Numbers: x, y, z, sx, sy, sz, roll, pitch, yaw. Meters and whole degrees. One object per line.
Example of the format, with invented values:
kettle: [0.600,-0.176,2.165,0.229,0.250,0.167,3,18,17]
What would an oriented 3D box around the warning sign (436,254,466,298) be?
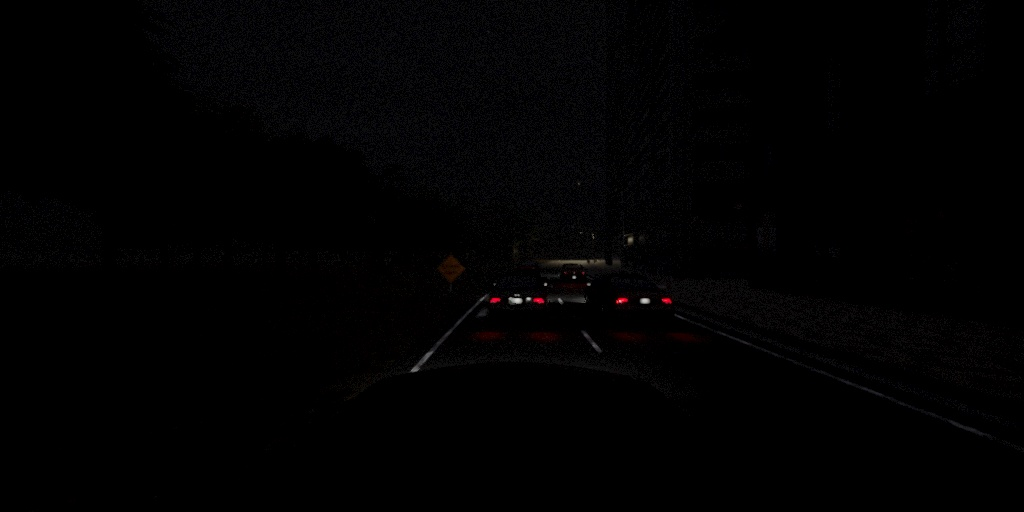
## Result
warning sign: [-2.688,0.833,15.767,1.300,1.860,1.060,0,0,3]

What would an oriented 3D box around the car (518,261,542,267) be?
car: [1.485,1.139,30.641,1.882,1.535,5.008,0,1,6]

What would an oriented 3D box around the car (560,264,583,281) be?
car: [4.794,1.275,28.595,1.895,1.301,4.718,0,0,6]

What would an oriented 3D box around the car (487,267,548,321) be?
car: [0.263,1.277,12.416,2.033,1.411,5.357,0,0,3]

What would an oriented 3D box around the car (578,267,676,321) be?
car: [3.763,1.279,12.340,2.033,1.411,5.357,0,0,3]
